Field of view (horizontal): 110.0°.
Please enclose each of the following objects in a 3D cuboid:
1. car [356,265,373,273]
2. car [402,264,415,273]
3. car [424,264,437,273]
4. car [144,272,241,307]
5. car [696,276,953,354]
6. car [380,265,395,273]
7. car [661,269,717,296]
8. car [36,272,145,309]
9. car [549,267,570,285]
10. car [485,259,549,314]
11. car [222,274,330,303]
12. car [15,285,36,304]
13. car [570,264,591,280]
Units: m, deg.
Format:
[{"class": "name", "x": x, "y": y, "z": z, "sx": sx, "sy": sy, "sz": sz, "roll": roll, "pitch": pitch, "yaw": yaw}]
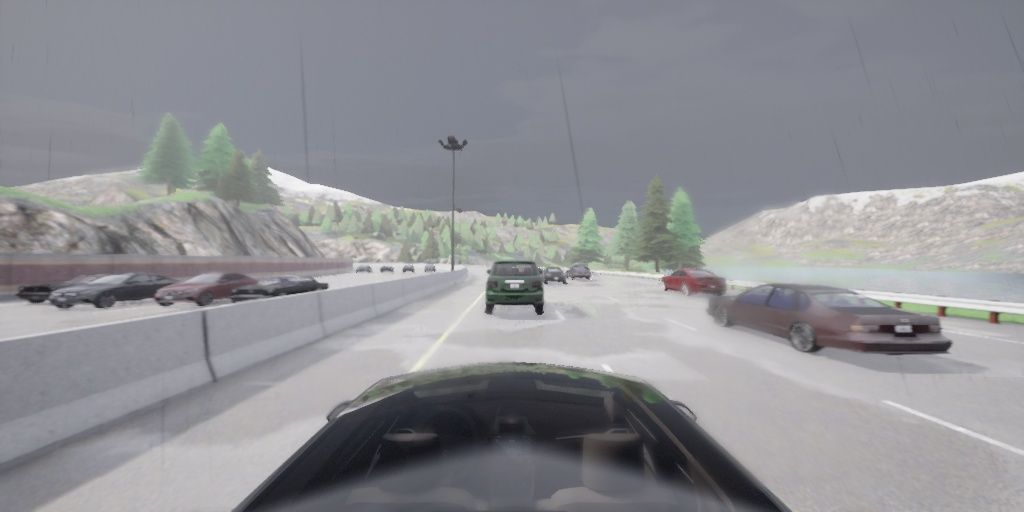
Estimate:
[{"class": "car", "x": -24.114, "y": 2.102, "z": 58.619, "sx": 1.994, "sy": 1.385, "sz": 4.181, "roll": 0, "pitch": -1, "yaw": -11}, {"class": "car", "x": -17.148, "y": 2.101, "z": 59.741, "sx": 2.033, "sy": 1.411, "sz": 5.357, "roll": 0, "pitch": -1, "yaw": -11}, {"class": "car", "x": -13.749, "y": 2.089, "z": 60.400, "sx": 1.812, "sy": 1.442, "sz": 4.674, "roll": 0, "pitch": -1, "yaw": -11}, {"class": "car", "x": -14.103, "y": 1.489, "z": 17.052, "sx": 1.812, "sy": 1.442, "sz": 4.674, "roll": 0, "pitch": -1, "yaw": 0}, {"class": "car", "x": 7.089, "y": 1.398, "z": 9.002, "sx": 2.033, "sy": 1.411, "sz": 5.357, "roll": 0, "pitch": -1, "yaw": 0}, {"class": "car", "x": -20.659, "y": 2.150, "z": 59.419, "sx": 1.895, "sy": 1.301, "sz": 4.718, "roll": 0, "pitch": -1, "yaw": -12}, {"class": "car", "x": 10.602, "y": 1.499, "z": 21.379, "sx": 1.882, "sy": 1.535, "sz": 5.008, "roll": 0, "pitch": -1, "yaw": 0}, {"class": "car", "x": -17.602, "y": 1.479, "z": 16.344, "sx": 1.812, "sy": 1.442, "sz": 4.674, "roll": 0, "pitch": -1, "yaw": 0}, {"class": "car", "x": 3.560, "y": 1.685, "z": 31.351, "sx": 1.812, "sy": 1.442, "sz": 4.674, "roll": 0, "pitch": -1, "yaw": -1}, {"class": "car", "x": 0.100, "y": 1.157, "z": 15.029, "sx": 2.150, "sy": 2.045, "sz": 5.566, "roll": 0, "pitch": -1, "yaw": 0}, {"class": "car", "x": -10.599, "y": 1.560, "z": 16.782, "sx": 1.895, "sy": 1.301, "sz": 4.718, "roll": 0, "pitch": -1, "yaw": 0}, {"class": "car", "x": -21.100, "y": 1.578, "z": 18.094, "sx": 1.895, "sy": 1.301, "sz": 4.718, "roll": 0, "pitch": -1, "yaw": 0}, {"class": "car", "x": 6.886, "y": 1.801, "z": 38.111, "sx": 2.033, "sy": 1.411, "sz": 5.357, "roll": 0, "pitch": -1, "yaw": -3}]
